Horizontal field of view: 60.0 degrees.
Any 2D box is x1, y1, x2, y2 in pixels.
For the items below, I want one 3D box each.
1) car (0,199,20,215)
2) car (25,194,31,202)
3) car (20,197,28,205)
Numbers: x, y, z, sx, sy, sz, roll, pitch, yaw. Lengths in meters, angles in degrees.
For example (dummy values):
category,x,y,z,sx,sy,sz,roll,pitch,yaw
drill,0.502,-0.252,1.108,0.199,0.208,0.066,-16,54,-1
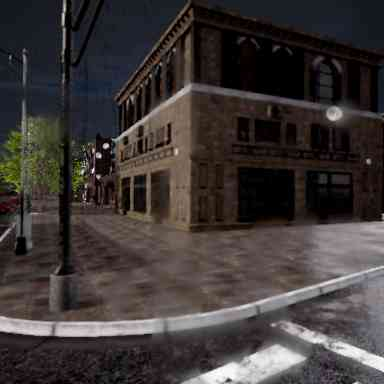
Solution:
category,x,y,z,sx,sy,sz,roll,pitch,yaw
car,-19.943,1.677,35.627,1.887,1.381,4.507,1,-1,-24
car,-40.293,1.514,81.005,2.192,1.841,5.009,1,-1,-24
car,-28.990,1.745,55.794,1.802,1.307,4.206,1,-1,-24
